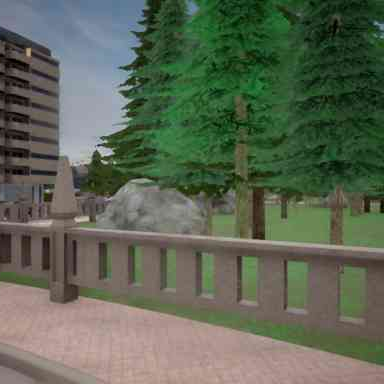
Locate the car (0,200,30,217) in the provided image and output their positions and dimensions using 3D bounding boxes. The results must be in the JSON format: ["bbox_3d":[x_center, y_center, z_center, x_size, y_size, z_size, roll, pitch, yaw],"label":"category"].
[{"bbox_3d":[-17.348,1.619,32.241,1.994,1.385,4.181,0,0,26],"label":"car"}]

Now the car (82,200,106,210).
[{"bbox_3d":[-12.717,1.408,41.958,2.097,1.767,4.553,0,0,26],"label":"car"}]
